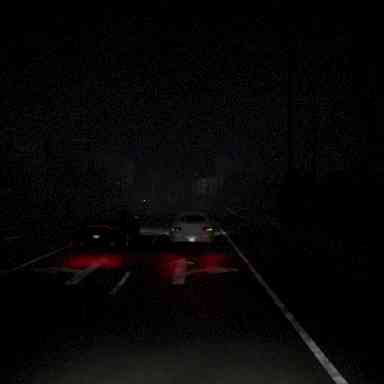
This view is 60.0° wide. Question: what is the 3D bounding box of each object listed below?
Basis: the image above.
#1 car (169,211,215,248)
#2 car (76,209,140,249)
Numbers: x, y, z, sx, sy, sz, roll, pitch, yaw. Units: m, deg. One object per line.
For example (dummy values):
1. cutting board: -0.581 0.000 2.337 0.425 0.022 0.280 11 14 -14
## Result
1. car: 0.000 1.537 14.652 1.812 1.442 4.674 0 0 0
2. car: -3.500 1.489 14.652 1.882 1.535 5.008 0 0 0
